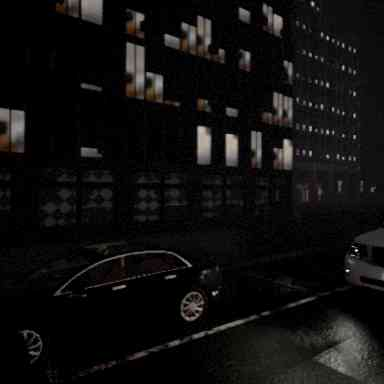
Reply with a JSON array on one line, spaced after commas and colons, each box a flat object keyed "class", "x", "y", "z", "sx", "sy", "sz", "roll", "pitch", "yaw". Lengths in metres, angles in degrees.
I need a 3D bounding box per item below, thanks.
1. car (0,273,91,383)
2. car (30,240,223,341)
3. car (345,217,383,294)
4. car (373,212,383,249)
[{"class": "car", "x": -3.133, "y": 1.511, "z": 1.108, "sx": 4.902, "sy": 1.511, "sz": 2.128, "roll": 0, "pitch": 0, "yaw": -36}, {"class": "car", "x": -1.476, "y": 1.549, "z": 5.467, "sx": 4.403, "sy": 1.369, "sz": 2.008, "roll": 0, "pitch": 1, "yaw": -36}, {"class": "car", "x": 5.803, "y": 1.170, "z": 7.596, "sx": 5.566, "sy": 2.045, "sz": 2.150, "roll": 0, "pitch": 0, "yaw": -36}, {"class": "car", "x": 9.353, "y": 1.478, "z": 13.367, "sx": 4.313, "sy": 1.339, "sz": 1.947, "roll": 0, "pitch": 1, "yaw": -36}]
